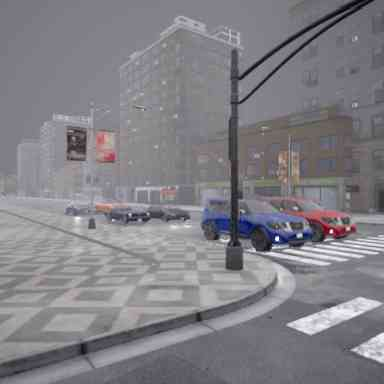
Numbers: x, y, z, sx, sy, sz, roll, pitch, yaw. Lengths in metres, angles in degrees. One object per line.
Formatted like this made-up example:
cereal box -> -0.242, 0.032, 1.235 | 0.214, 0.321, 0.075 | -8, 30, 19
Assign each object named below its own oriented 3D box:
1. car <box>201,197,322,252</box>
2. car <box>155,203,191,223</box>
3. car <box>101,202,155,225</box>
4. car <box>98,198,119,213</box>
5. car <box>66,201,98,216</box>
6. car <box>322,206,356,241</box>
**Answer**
car -> 2.539, 1.265, 14.667 | 2.150, 2.045, 5.566 | 0, 0, -32
car -> -2.265, 1.645, 27.211 | 2.033, 1.411, 5.357 | 0, 0, -36
car -> -5.017, 1.697, 25.463 | 1.895, 1.301, 4.718 | 0, 0, -36
car -> -8.851, 1.487, 36.268 | 2.097, 1.767, 4.553 | 0, 0, -36
car -> -11.784, 1.659, 34.768 | 1.812, 1.442, 4.674 | 0, 0, -36
car -> 5.263, 1.267, 16.878 | 2.150, 2.045, 5.566 | 0, 0, -36
